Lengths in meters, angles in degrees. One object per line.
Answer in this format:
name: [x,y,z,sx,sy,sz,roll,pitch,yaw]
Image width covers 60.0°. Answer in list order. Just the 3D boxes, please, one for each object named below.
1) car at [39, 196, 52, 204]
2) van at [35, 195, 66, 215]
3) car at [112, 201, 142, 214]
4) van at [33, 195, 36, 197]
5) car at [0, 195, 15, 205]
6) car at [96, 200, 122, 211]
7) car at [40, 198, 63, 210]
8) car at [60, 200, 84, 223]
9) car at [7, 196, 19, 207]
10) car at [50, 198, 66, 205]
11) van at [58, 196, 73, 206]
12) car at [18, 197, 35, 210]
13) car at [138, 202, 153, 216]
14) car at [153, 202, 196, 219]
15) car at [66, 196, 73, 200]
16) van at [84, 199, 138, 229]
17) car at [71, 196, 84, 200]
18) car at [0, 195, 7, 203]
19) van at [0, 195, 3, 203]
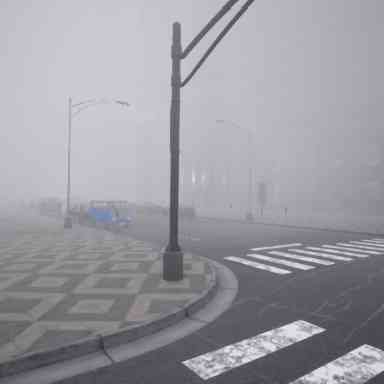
car: [-33.349,1.819,75.792,1.967,1.590,4.097,1,-1,-35]
van: [-14.820,1.397,34.780,1.690,1.788,3.998,1,-1,-35]
car: [-7.830,1.752,39.698,1.887,1.381,4.507,1,-1,-35]
van: [-36.537,1.741,80.304,1.690,1.788,3.998,1,-1,-35]
car: [-37.039,1.731,66.227,1.752,1.417,4.829,1,-1,-35]
car: [-11.118,1.754,44.348,1.752,1.417,4.829,1,-1,-35]
car: [-19.709,1.658,46.504,1.837,1.490,4.892,1,-1,-35]
car: [-8.447,1.559,25.753,1.887,1.381,4.507,1,-1,-35]
car: [-27.574,1.693,52.828,2.008,1.369,4.403,1,-1,-35]
car: [-26.970,1.886,66.768,2.008,1.369,4.403,1,-1,-35]
van: [-23.778,1.655,62.258,1.690,1.788,3.998,1,-1,-35]
car: [-21.199,1.681,43.803,1.802,1.307,4.206,1,-1,-35]
car: [-4.640,1.731,35.186,1.887,1.381,4.507,1,-1,-35]
car: [-1.451,1.710,30.675,1.887,1.381,4.507,1,-1,-35]
car: [-20.588,1.607,57.747,2.192,1.841,5.009,1,-1,-35]
van: [-5.257,1.336,21.243,1.690,1.788,3.998,1,-1,-35]
car: [-17.400,1.816,53.233,1.887,1.381,4.507,1,-1,-35]
car: [-43.511,1.565,75.392,2.192,1.841,5.009,1,-1,-35]
van: [-46.699,1.613,79.905,1.690,1.788,3.998,1,-1,-35]
